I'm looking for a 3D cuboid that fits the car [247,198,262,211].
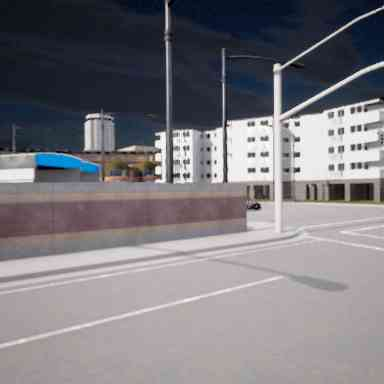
[{"bbox_3d":[5.076,1.225,33.944,1.994,1.385,4.181,-1,1,-37],"label":"car"}]
